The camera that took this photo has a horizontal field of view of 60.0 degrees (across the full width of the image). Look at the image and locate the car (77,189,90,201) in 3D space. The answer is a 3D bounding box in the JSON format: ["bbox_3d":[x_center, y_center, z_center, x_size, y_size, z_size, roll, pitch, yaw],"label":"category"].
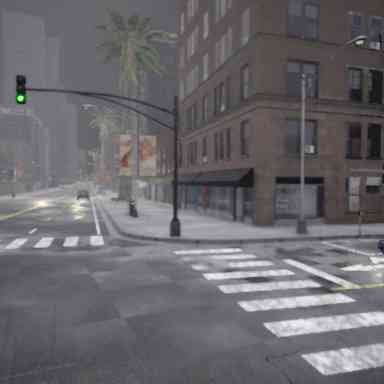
[{"bbox_3d":[-19.716,0.479,60.422,2.150,2.045,5.566,0,1,-17],"label":"car"}]

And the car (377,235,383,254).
[{"bbox_3d":[8.449,1.524,10.888,4.674,1.442,1.812,0,1,-15],"label":"car"}]
